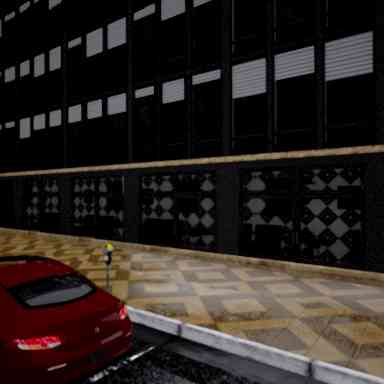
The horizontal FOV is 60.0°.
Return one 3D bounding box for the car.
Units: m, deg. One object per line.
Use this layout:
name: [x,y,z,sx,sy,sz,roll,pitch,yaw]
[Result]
car: [-2.666,1.579,4.729,4.206,1.307,1.802,0,0,35]
